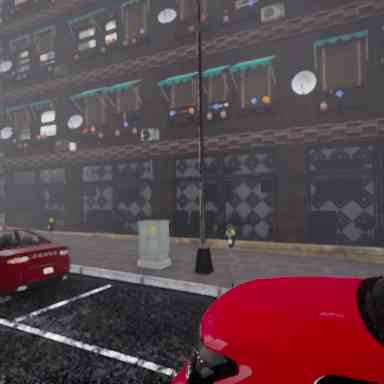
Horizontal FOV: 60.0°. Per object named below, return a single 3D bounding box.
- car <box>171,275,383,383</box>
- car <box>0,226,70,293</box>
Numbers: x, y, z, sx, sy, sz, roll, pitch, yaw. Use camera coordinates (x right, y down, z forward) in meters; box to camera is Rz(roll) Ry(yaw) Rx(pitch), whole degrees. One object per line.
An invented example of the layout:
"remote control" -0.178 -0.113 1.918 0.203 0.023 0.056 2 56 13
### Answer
"car" 2.575 1.220 1.985 5.566 2.045 2.150 0 0 28
"car" -4.943 1.479 7.930 4.507 1.381 1.887 0 -1 28
